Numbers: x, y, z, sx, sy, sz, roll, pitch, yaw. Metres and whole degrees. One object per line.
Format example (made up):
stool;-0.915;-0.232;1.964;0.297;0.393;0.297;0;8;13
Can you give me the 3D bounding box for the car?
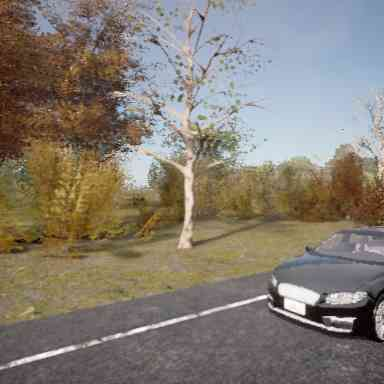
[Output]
car;3.567;1.497;6.549;4.902;1.511;2.128;0;0;-36
